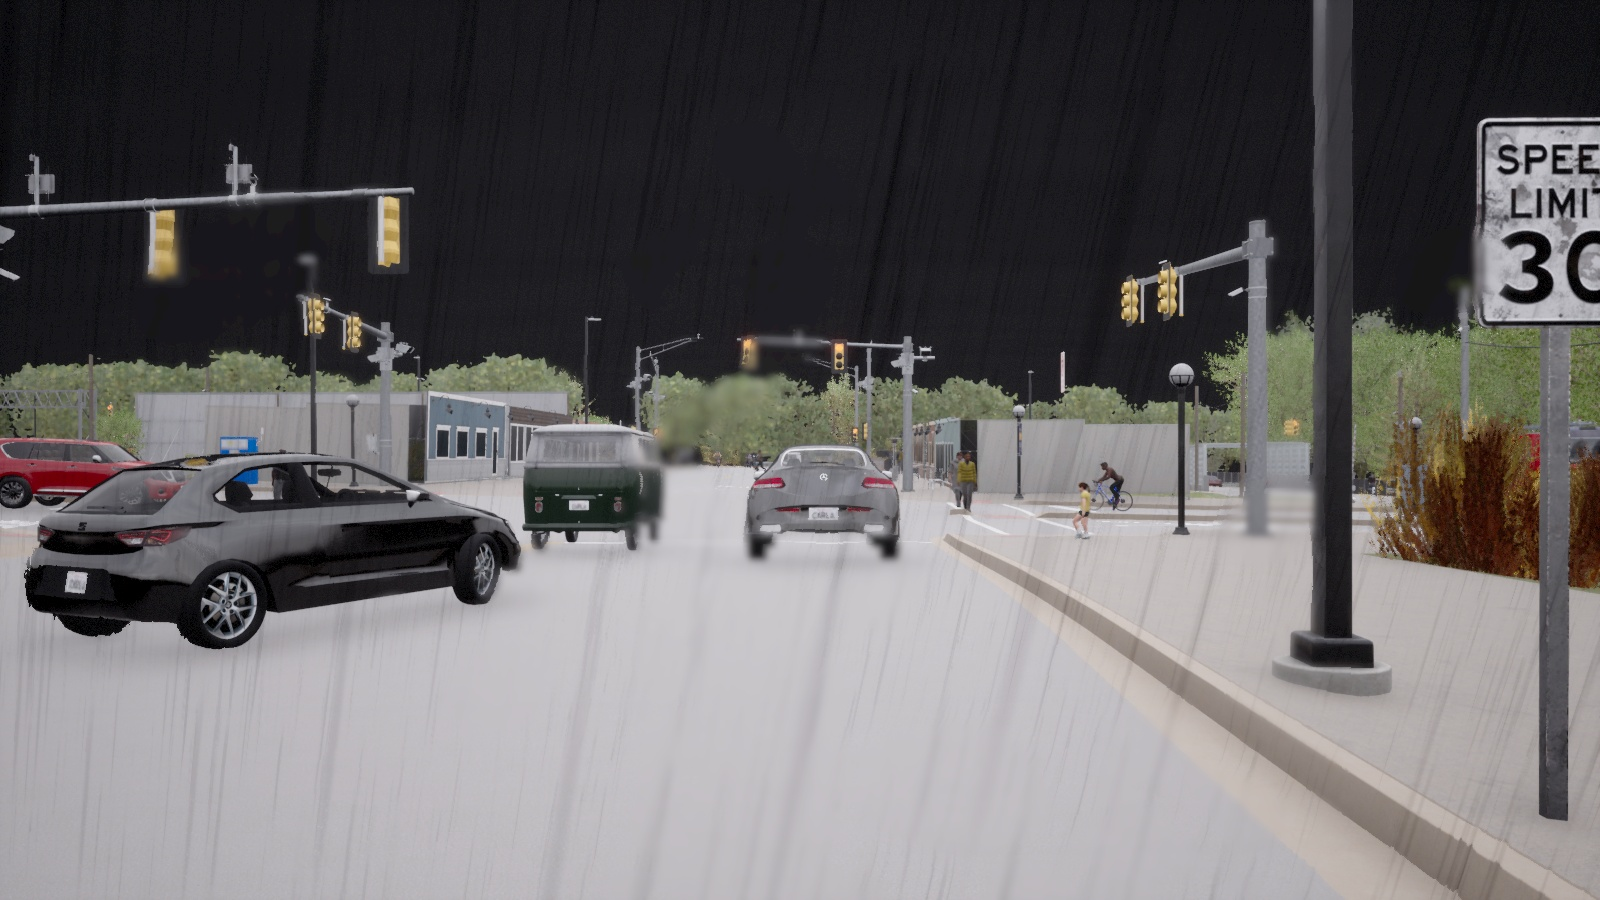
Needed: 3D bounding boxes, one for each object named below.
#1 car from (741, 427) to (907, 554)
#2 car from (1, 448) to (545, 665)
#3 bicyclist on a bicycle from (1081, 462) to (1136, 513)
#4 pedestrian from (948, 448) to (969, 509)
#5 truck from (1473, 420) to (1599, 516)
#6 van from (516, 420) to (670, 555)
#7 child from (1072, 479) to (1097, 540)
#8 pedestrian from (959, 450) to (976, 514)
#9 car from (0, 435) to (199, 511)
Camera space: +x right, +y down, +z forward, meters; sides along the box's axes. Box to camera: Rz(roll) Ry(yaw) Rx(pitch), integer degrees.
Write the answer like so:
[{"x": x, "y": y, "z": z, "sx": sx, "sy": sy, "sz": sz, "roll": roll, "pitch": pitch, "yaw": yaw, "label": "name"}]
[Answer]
[{"x": 0.350, "y": 0.588, "z": 18.883, "sx": 2.152, "sy": 1.651, "sz": 5.027, "roll": 0, "pitch": -1, "yaw": 1, "label": "car"}, {"x": -4.332, "y": 0.746, "z": 11.057, "sx": 1.816, "sy": 1.474, "sz": 4.193, "roll": 0, "pitch": 1, "yaw": 28, "label": "car"}, {"x": 10.250, "y": 1.247, "z": 41.786, "sx": 1.656, "sy": 1.620, "sz": 0.582, "roll": 1, "pitch": -1, "yaw": 0, "label": "bicyclist on a bicycle"}, {"x": 5.147, "y": 0.926, "z": 40.746, "sx": 0.659, "sy": 1.952, "sz": 0.873, "roll": 0, "pitch": 1, "yaw": 6, "label": "pedestrian"}, {"x": 32.405, "y": 0.816, "z": 54.168, "sx": 2.891, "sy": 3.827, "sz": 8.468, "roll": -1, "pitch": -1, "yaw": 6, "label": "truck"}, {"x": -3.282, "y": 0.598, "z": 20.731, "sx": 1.775, "sy": 1.987, "sz": 4.442, "roll": 0, "pitch": -1, "yaw": 0, "label": "van"}, {"x": 5.295, "y": 1.104, "z": 23.360, "sx": 0.394, "sy": 1.110, "sz": 0.255, "roll": 0, "pitch": 1, "yaw": 36, "label": "child"}, {"x": 4.879, "y": 0.916, "z": 36.513, "sx": 0.431, "sy": 1.840, "sz": 0.709, "roll": 0, "pitch": 1, "yaw": 3, "label": "pedestrian"}, {"x": -21.005, "y": 0.661, "z": 36.899, "sx": 5.566, "sy": 2.045, "sz": 2.150, "roll": 1, "pitch": 0, "yaw": -3, "label": "car"}]
